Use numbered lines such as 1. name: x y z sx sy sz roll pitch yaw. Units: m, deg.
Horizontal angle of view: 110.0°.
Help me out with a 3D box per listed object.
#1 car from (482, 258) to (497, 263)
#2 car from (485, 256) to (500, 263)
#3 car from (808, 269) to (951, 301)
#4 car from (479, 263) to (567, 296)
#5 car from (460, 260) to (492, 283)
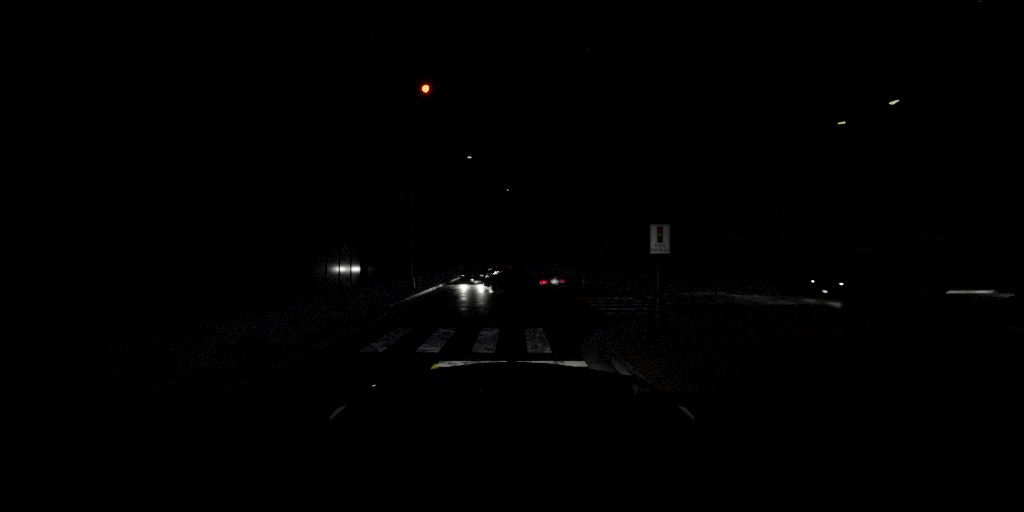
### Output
1. car: -2.875 1.268 38.465 1.837 1.490 4.892 0 0 0
2. car: -2.874 0.999 49.206 2.150 2.045 5.566 0 0 0
3. car: 16.137 1.253 15.959 4.718 1.301 1.895 0 0 0
4. car: 0.587 1.296 19.367 2.033 1.411 5.357 0 0 -35
5. car: -2.883 1.303 28.057 2.033 1.411 5.357 0 0 -1
